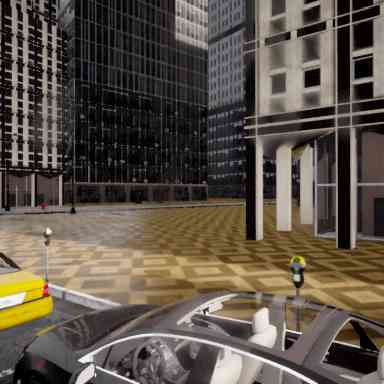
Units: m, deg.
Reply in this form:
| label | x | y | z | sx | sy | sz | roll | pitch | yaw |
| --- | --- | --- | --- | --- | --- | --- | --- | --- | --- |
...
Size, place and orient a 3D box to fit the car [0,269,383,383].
| label | x | y | z | sx | sy | sz | roll | pitch | yaw |
| --- | --- | --- | --- | --- | --- | --- | --- | --- | --- |
| car | 0.256 | 1.551 | 2.694 | 4.403 | 1.369 | 2.008 | 0 | 0 | 36 |

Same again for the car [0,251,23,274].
| label | x | y | z | sx | sy | sz | roll | pitch | yaw |
| --- | --- | --- | --- | --- | --- | --- | --- | --- | --- |
| car | -4.498 | 1.525 | 6.087 | 4.829 | 1.417 | 1.752 | 0 | 0 | 36 |
